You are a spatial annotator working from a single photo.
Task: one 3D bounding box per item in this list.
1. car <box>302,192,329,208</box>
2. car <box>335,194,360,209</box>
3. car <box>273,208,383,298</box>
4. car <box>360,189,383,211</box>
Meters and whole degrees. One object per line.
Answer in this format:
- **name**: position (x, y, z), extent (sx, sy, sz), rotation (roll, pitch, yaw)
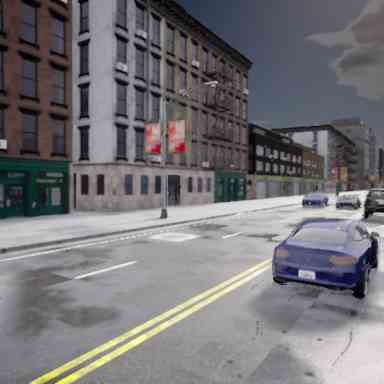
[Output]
- **car**: position (12.956, 0.786, 34.772), extent (1.882, 1.535, 5.008), rotation (1, 1, 34)
- **car**: position (15.527, 0.920, 32.780), extent (2.033, 1.411, 5.357), rotation (1, 2, 33)
- **car**: position (3.440, 1.359, 8.194), extent (1.812, 1.442, 4.674), rotation (1, 2, 33)
- **car**: position (13.774, 0.780, 23.851), extent (2.150, 2.045, 5.566), rotation (1, 2, 33)
